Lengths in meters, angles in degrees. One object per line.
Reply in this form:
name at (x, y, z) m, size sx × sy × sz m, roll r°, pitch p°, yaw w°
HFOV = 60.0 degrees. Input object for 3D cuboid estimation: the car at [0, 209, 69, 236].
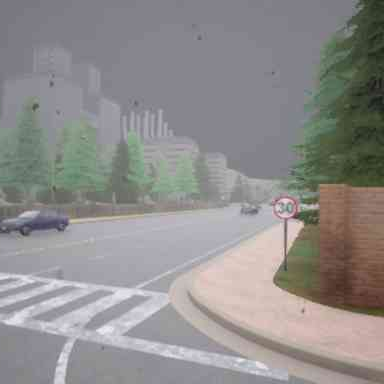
car at (-9.815, 1.845, 21.015) m, size 1.812 × 1.442 × 4.674 m, roll 0°, pitch -1°, yaw 21°

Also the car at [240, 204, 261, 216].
car at (8.402, 2.625, 48.736) m, size 2.128 × 1.511 × 4.902 m, roll 0°, pitch -1°, yaw 21°
